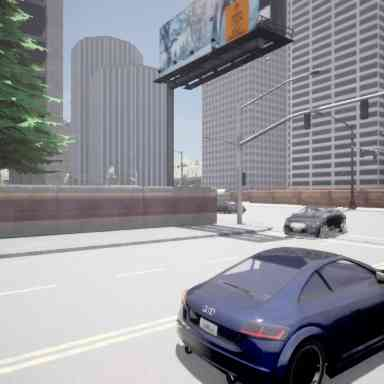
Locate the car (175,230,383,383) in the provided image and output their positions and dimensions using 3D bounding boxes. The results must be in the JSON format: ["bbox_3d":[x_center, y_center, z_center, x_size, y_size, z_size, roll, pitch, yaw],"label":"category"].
[{"bbox_3d":[1.837,1.564,5.099,4.181,1.385,1.994,0,0,-35],"label":"car"}]

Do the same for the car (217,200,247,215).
[{"bbox_3d":[3.714,1.564,34.352,1.994,1.385,4.181,0,0,-35],"label":"car"}]

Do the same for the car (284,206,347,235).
[{"bbox_3d":[6.584,1.491,17.447,2.128,1.511,4.902,1,1,42],"label":"car"}]
